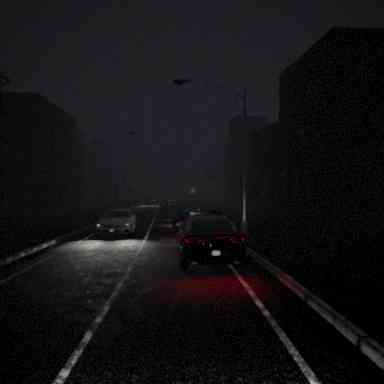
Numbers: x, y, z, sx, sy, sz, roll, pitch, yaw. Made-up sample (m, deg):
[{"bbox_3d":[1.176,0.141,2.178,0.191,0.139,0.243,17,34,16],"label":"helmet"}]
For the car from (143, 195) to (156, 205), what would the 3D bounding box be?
[{"bbox_3d":[-7.638,1.382,60.265,2.097,1.767,4.553,0,2,-4],"label":"car"}]

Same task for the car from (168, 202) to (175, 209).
[{"bbox_3d":[-0.828,1.804,27.273,1.812,1.442,4.674,0,-1,-5],"label":"car"}]

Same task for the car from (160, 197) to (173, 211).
[{"bbox_3d":[-3.449,1.834,47.200,2.128,1.511,4.902,0,1,-5],"label":"car"}]

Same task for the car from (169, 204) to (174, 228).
[{"bbox_3d":[-0.311,1.673,21.285,1.812,1.442,4.674,0,-1,-5],"label":"car"}]

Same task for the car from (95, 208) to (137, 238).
[{"bbox_3d":[-4.102,1.640,18.541,1.812,1.442,4.674,0,-1,-5],"label":"car"}]

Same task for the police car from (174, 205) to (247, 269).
[{"bbox_3d":[0.479,1.425,11.350,1.930,1.638,5.238,0,0,-4],"label":"police car"}]

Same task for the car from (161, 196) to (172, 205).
[{"bbox_3d":[-4.698,1.578,61.579,1.895,1.301,4.718,0,2,-5],"label":"car"}]
